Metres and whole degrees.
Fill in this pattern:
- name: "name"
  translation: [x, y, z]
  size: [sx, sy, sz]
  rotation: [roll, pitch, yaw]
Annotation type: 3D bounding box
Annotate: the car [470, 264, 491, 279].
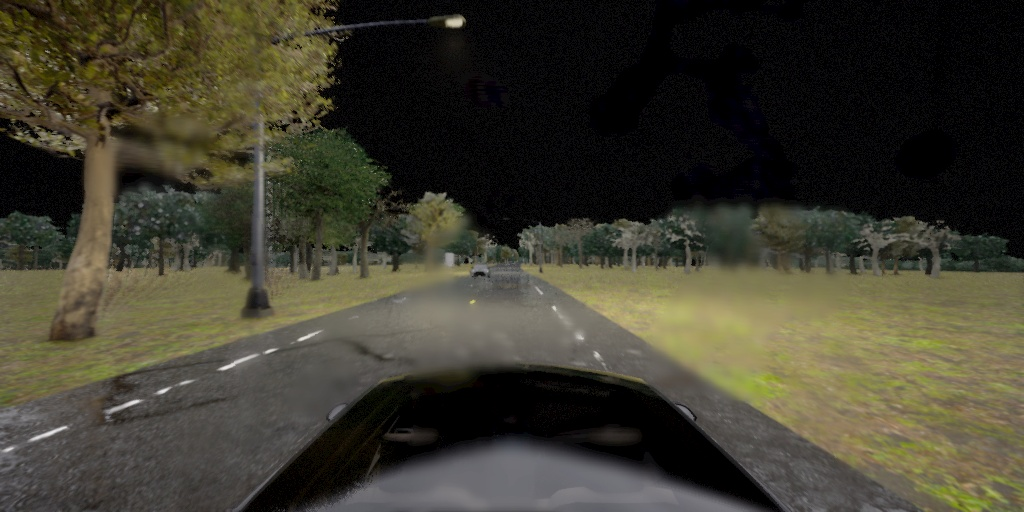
- name: "car"
  translation: [-3.580, 1.683, 41.750]
  size: [2.097, 1.767, 4.553]
  rotation: [0, -1, 0]
